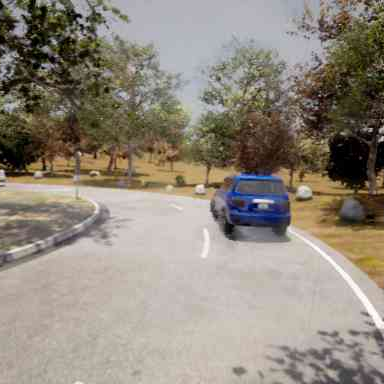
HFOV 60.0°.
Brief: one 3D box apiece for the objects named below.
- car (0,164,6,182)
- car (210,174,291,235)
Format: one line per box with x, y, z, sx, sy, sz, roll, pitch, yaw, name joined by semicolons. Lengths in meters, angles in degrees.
-19.531;-1.599;29.362;5.566;2.045;2.150;2;3;0;car
2.113;0.332;13.117;2.150;2.045;5.566;3;4;-3;car
